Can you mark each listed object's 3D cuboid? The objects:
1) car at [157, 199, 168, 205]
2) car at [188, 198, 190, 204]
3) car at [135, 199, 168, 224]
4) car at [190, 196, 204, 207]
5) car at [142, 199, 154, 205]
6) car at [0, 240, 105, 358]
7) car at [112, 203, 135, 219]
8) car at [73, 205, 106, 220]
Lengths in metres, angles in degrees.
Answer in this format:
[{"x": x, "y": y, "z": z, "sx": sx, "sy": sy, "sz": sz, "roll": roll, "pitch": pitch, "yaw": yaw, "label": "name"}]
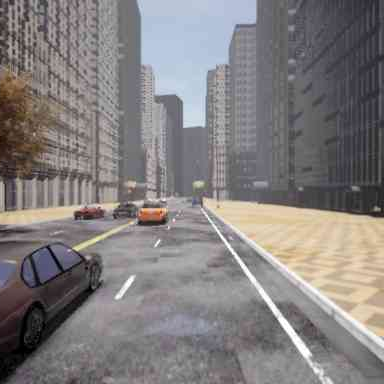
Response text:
[{"x": -6.502, "y": 2.124, "z": 73.794, "sx": 1.895, "sy": 1.301, "sz": 4.718, "roll": 0, "pitch": -1, "yaw": 0, "label": "car"}, {"x": -0.003, "y": 2.115, "z": 85.545, "sx": 2.097, "sy": 1.767, "sz": 4.553, "roll": 0, "pitch": -1, "yaw": 0, "label": "car"}, {"x": -3.155, "y": 1.630, "z": 27.781, "sx": 2.097, "sy": 1.767, "sz": 4.553, "roll": 0, "pitch": -1, "yaw": 0, "label": "car"}, {"x": 1.135, "y": 1.888, "z": 66.316, "sx": 2.150, "sy": 2.045, "sz": 5.566, "roll": 0, "pitch": -1, "yaw": 0, "label": "car"}, {"x": -9.753, "y": 2.124, "z": 73.794, "sx": 1.895, "sy": 1.301, "sz": 4.718, "roll": 0, "pitch": -1, "yaw": 0, "label": "car"}, {"x": -3.164, "y": 1.610, "z": 6.124, "sx": 2.033, "sy": 1.411, "sz": 5.357, "roll": 0, "pitch": -1, "yaw": 0, "label": "car"}, {"x": -6.594, "y": 1.837, "z": 33.212, "sx": 1.837, "sy": 1.490, "sz": 4.892, "roll": 0, "pitch": -1, "yaw": 0, "label": "car"}, {"x": -9.848, "y": 1.923, "z": 32.163, "sx": 1.895, "sy": 1.301, "sz": 4.718, "roll": 0, "pitch": -1, "yaw": 0, "label": "car"}]
